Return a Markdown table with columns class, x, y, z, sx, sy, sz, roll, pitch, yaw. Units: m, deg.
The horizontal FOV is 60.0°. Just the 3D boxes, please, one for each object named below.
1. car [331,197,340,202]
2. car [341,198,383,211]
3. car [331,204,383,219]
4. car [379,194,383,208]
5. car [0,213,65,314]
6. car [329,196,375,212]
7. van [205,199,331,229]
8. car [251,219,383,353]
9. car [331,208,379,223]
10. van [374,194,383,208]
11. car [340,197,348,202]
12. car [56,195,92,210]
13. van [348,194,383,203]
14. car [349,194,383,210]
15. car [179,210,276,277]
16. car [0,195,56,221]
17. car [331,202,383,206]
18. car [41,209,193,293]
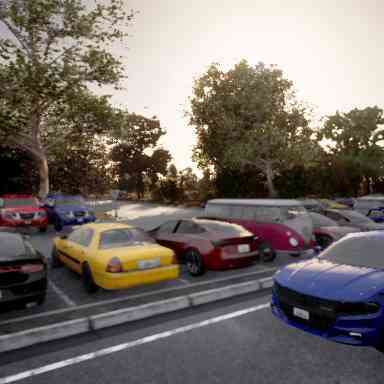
| class | x | y | z | sx | sy | sz | roll | pitch | yaw |
| --- | --- | --- | --- | --- | --- | --- | --- | --- | --- |
| car | 12.640 | 1.515 | 35.563 | 2.231 | 1.521 | 4.892 | 0 | 0 | -35 |
| car | 21.699 | 1.560 | 41.984 | 2.163 | 1.488 | 4.792 | 0 | 0 | -36 |
| car | 6.867 | 1.517 | 15.334 | 2.163 | 1.488 | 4.792 | 0 | 0 | -36 |
| car | 30.704 | 1.295 | 48.479 | 2.435 | 2.045 | 5.566 | 0 | 0 | -36 |
| car | -4.554 | 1.468 | 7.215 | 2.097 | 1.535 | 5.008 | 0 | 0 | -36 |
| car | 19.404 | 1.400 | 40.420 | 2.185 | 1.767 | 4.553 | 0 | 0 | -35 |
| van | 2.354 | 1.254 | 12.007 | 1.878 | 1.987 | 4.442 | 0 | 0 | -36 |
| car | 3.610 | 1.482 | 6.250 | 5.008 | 1.535 | 1.882 | 0 | 0 | -35 |
| car | 4.585 | 1.513 | 13.706 | 2.163 | 1.488 | 4.792 | 0 | 0 | -36 |
| van | 28.393 | 1.317 | 46.938 | 1.878 | 1.987 | 4.442 | 0 | 0 | -36 |
| car | 15.011 | 1.515 | 37.020 | 1.946 | 1.575 | 5.366 | 0 | 0 | -36 |
| car | -7.873 | 1.225 | 20.886 | 2.435 | 2.045 | 5.566 | 0 | 0 | -36 |
| van | 11.482 | 1.270 | 18.519 | 1.878 | 1.987 | 4.442 | 0 | 0 | -36 |
| car | 23.926 | 1.283 | 43.643 | 2.435 | 2.045 | 5.566 | 0 | 0 | -36 |
| car | -0.013 | 1.505 | 10.497 | 2.163 | 1.488 | 4.792 | 0 | 0 | -36 |
| car | -10.040 | 1.221 | 19.340 | 2.435 | 2.045 | 5.566 | 0 | 0 | -35 |
| car | 9.135 | 1.492 | 16.982 | 2.097 | 1.535 | 5.008 | 0 | 0 | -36 |
| car | -2.386 | 1.468 | 8.997 | 1.946 | 1.575 | 5.366 | 0 | 0 | -36 |
